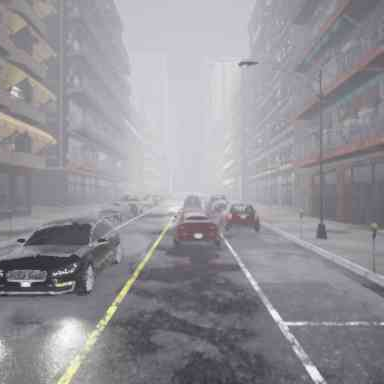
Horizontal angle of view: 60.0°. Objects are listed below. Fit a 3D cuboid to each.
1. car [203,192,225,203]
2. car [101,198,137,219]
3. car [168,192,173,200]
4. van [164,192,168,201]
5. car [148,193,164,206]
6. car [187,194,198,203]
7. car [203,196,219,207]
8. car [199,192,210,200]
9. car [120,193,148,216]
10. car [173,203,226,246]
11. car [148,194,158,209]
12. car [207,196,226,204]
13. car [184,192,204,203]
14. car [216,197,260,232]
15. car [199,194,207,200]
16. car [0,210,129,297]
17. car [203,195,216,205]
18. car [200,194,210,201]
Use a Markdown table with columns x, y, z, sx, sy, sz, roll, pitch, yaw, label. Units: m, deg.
| x | y | z | sx | sy | sz | roll | pitch | yaw | label |
| --- | --- | --- | --- | --- | --- | --- | --- | --- | --- |
| 2.703 | 1.114 | 36.063 | 2.192 | 1.841 | 5.009 | 1 | 0 | 0 | car |
| -5.680 | 1.414 | 24.930 | 2.008 | 1.369 | 4.403 | 1 | 0 | 0 | car |
| -5.683 | 0.857 | 80.333 | 2.192 | 1.841 | 5.009 | 1 | 0 | 0 | car |
| -5.681 | 1.013 | 58.171 | 1.690 | 1.788 | 3.998 | 1 | 0 | 0 | van |
| -5.679 | 1.051 | 47.090 | 2.192 | 1.841 | 5.009 | 1 | 0 | 0 | car |
| 0.091 | 1.135 | 60.690 | 1.882 | 1.535 | 5.008 | 0 | 0 | 0 | car |
| 2.697 | 1.286 | 47.145 | 2.008 | 1.369 | 4.403 | 1 | 0 | 0 | car |
| 2.698 | 0.890 | 74.846 | 2.192 | 1.841 | 5.009 | 1 | 0 | 0 | car |
| -5.676 | 1.146 | 30.469 | 2.192 | 1.841 | 5.009 | 1 | 0 | 0 | car |
| 0.170 | 1.445 | 14.638 | 1.812 | 1.442 | 4.674 | 0 | 0 | -2 | car |
| -5.682 | 1.294 | 41.382 | 1.752 | 1.417 | 4.829 | 1 | 0 | 0 | car |
| 2.700 | 1.376 | 30.525 | 1.887 | 1.381 | 4.507 | 1 | 0 | 0 | car |
| 0.093 | 1.126 | 40.437 | 2.097 | 1.767 | 4.553 | 0 | 0 | 0 | car |
| 2.703 | 1.333 | 19.443 | 1.967 | 1.590 | 4.097 | 1 | 0 | 0 | car |
| 2.693 | 1.124 | 80.388 | 1.802 | 1.307 | 4.206 | 1 | 0 | 0 | car |
| -3.102 | 1.457 | 8.631 | 1.837 | 1.490 | 4.892 | 0 | 0 | 0 | car |
| 2.697 | 1.228 | 52.856 | 1.752 | 1.417 | 4.829 | 1 | 0 | 0 | car |
| 2.695 | 1.152 | 69.307 | 1.887 | 1.381 | 4.507 | 1 | 0 | 0 | car |
